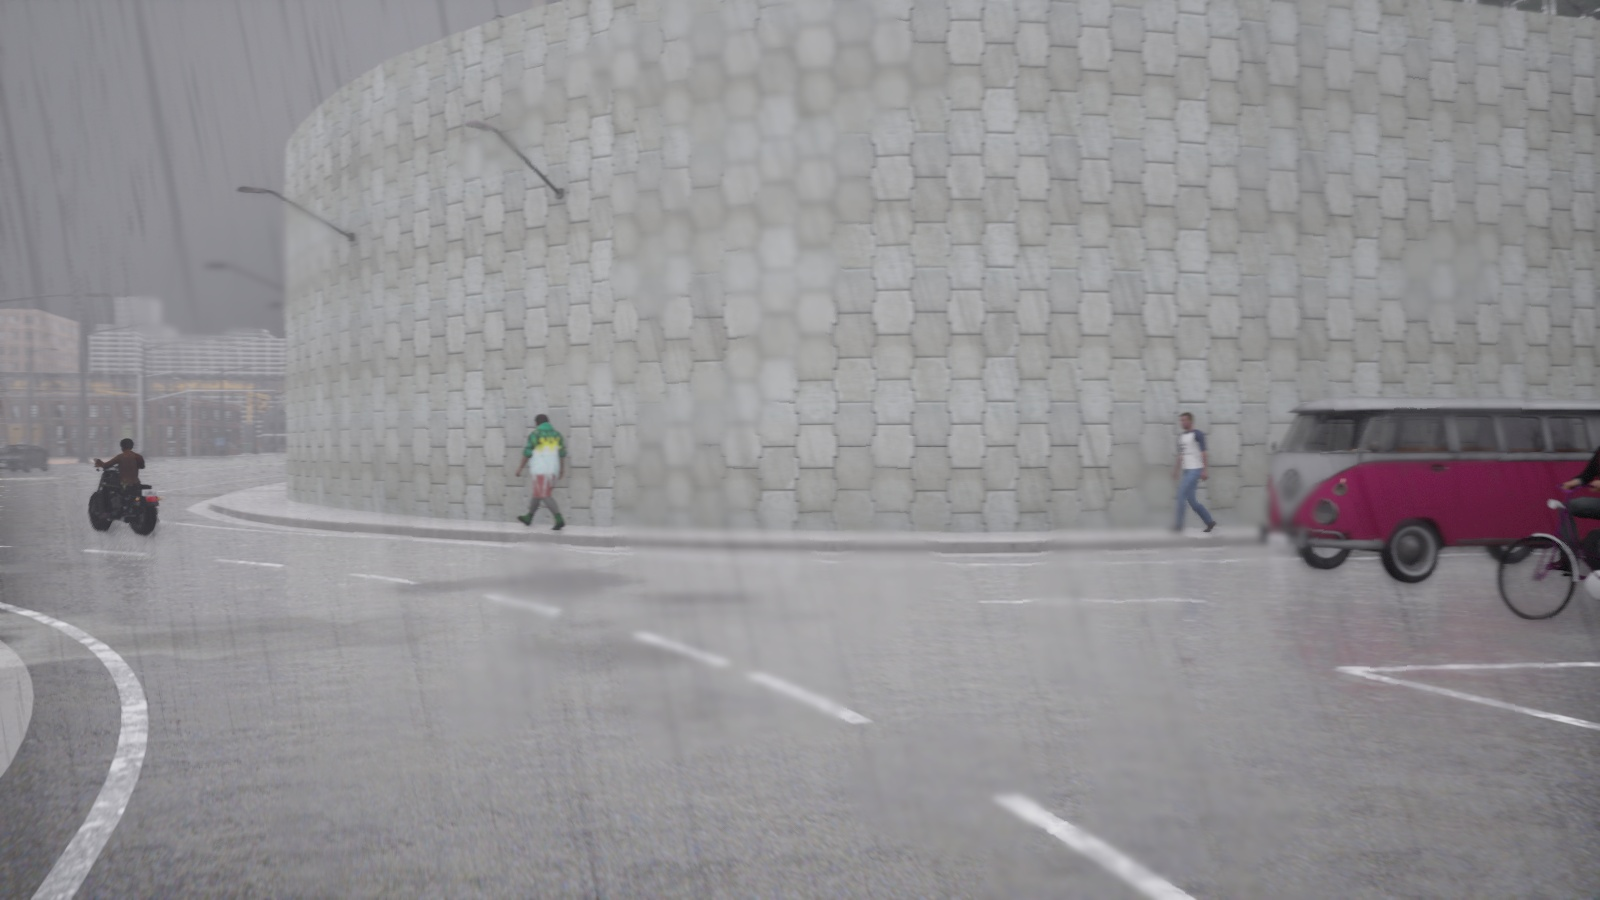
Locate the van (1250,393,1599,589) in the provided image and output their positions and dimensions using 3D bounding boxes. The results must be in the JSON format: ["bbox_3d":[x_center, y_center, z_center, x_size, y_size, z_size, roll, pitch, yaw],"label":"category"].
[{"bbox_3d":[7.551,0.409,14.080,4.442,1.987,1.775,0,0,-12],"label":"van"}]

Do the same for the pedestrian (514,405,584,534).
[{"bbox_3d":[-3.906,0.296,19.536,0.873,1.952,0.659,0,0,36],"label":"pedestrian"}]

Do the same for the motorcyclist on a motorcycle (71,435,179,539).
[{"bbox_3d":[-11.348,0.591,21.073,2.350,1.649,0.766,0,0,40],"label":"motorcyclist on a motorcycle"}]

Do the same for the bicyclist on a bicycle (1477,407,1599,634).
[{"bbox_3d":[6.624,0.550,10.336,1.843,1.776,0.659,0,0,-11],"label":"bicyclist on a bicycle"}]

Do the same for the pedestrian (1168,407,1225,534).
[{"bbox_3d":[5.780,0.290,18.321,0.706,1.836,0.354,0,0,-10],"label":"pedestrian"}]

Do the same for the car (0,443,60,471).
[{"bbox_3d":[-43.036,0.353,69.808,2.007,1.525,4.514,0,0,-13],"label":"car"}]
